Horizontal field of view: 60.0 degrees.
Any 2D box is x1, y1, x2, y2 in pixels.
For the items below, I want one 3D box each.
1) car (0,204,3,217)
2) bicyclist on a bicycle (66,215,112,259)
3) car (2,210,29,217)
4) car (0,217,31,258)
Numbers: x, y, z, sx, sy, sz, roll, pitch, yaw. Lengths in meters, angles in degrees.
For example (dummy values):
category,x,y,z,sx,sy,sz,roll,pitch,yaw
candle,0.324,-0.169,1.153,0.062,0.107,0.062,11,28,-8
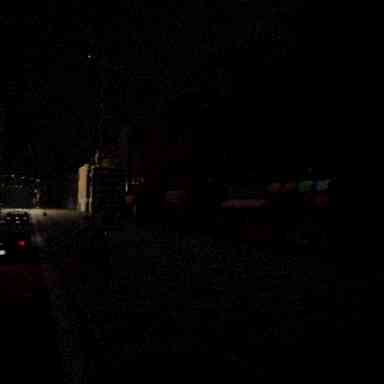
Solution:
category,x,y,z,sx,sy,sz,roll,pitch,yaw
car,-21.895,2.112,36.069,2.150,2.045,5.566,3,-2,-26
bicyclist on a bicycle,-3.817,1.685,12.446,1.656,1.620,0.582,2,-2,-26
car,-16.059,2.351,30.659,1.895,1.301,4.718,3,-2,-26
car,-7.830,1.936,13.988,1.895,1.301,4.718,3,-2,-26
